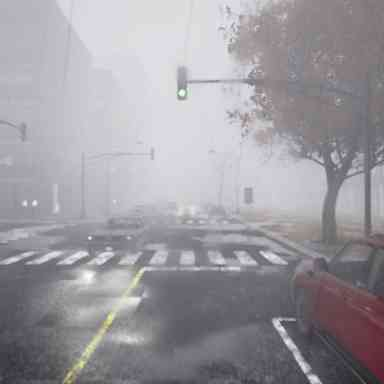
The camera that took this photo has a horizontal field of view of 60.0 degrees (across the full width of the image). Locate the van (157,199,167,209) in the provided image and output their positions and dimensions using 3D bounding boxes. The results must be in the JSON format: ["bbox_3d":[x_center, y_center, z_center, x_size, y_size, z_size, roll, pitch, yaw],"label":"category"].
[{"bbox_3d":[-5.724,2.216,63.708,1.690,1.788,3.998,0,-1,0],"label":"van"}]

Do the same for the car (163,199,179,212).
[{"bbox_3d":[-3.028,2.173,50.277,1.882,1.535,5.008,0,-1,0],"label":"car"}]

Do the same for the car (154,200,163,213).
[{"bbox_3d":[-5.715,2.189,47.109,2.008,1.369,4.403,0,-1,0],"label":"car"}]

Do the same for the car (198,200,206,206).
[{"bbox_3d":[2.644,2.741,85.838,1.887,1.381,4.507,0,-1,0],"label":"car"}]

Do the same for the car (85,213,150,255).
[{"bbox_3d":[-3.008,1.791,14.297,1.895,1.301,4.718,0,-1,0],"label":"car"}]

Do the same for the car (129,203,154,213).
[{"bbox_3d":[-5.708,2.034,36.044,2.008,1.369,4.403,0,-1,0],"label":"car"}]

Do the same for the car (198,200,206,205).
[{"bbox_3d":[2.640,2.829,91.370,2.008,1.369,4.403,0,-1,0],"label":"car"}]

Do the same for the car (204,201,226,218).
[{"bbox_3d":[2.672,2.028,36.048,1.887,1.381,4.507,0,-1,0],"label":"car"}]

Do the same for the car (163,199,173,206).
[{"bbox_3d":[-5.734,2.555,80.303,1.967,1.590,4.097,0,-1,0],"label":"car"}]

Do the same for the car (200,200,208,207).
[{"bbox_3d":[2.650,2.561,74.944,1.752,1.417,4.829,0,-1,0],"label":"car"}]

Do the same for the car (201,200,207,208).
[{"bbox_3d":[2.665,2.166,47.283,1.752,1.417,4.829,0,-1,0],"label":"car"}]

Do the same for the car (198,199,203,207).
[{"bbox_3d":[2.656,2.457,63.708,1.802,1.307,4.206,0,-1,0],"label":"car"}]

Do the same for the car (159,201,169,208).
[{"bbox_3d":[-5.727,2.536,69.236,1.802,1.307,4.206,0,-1,0],"label":"car"}]

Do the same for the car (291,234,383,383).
[{"bbox_3d":[2.691,1.365,3.666,2.192,1.841,5.009,0,-1,0],"label":"car"}]
